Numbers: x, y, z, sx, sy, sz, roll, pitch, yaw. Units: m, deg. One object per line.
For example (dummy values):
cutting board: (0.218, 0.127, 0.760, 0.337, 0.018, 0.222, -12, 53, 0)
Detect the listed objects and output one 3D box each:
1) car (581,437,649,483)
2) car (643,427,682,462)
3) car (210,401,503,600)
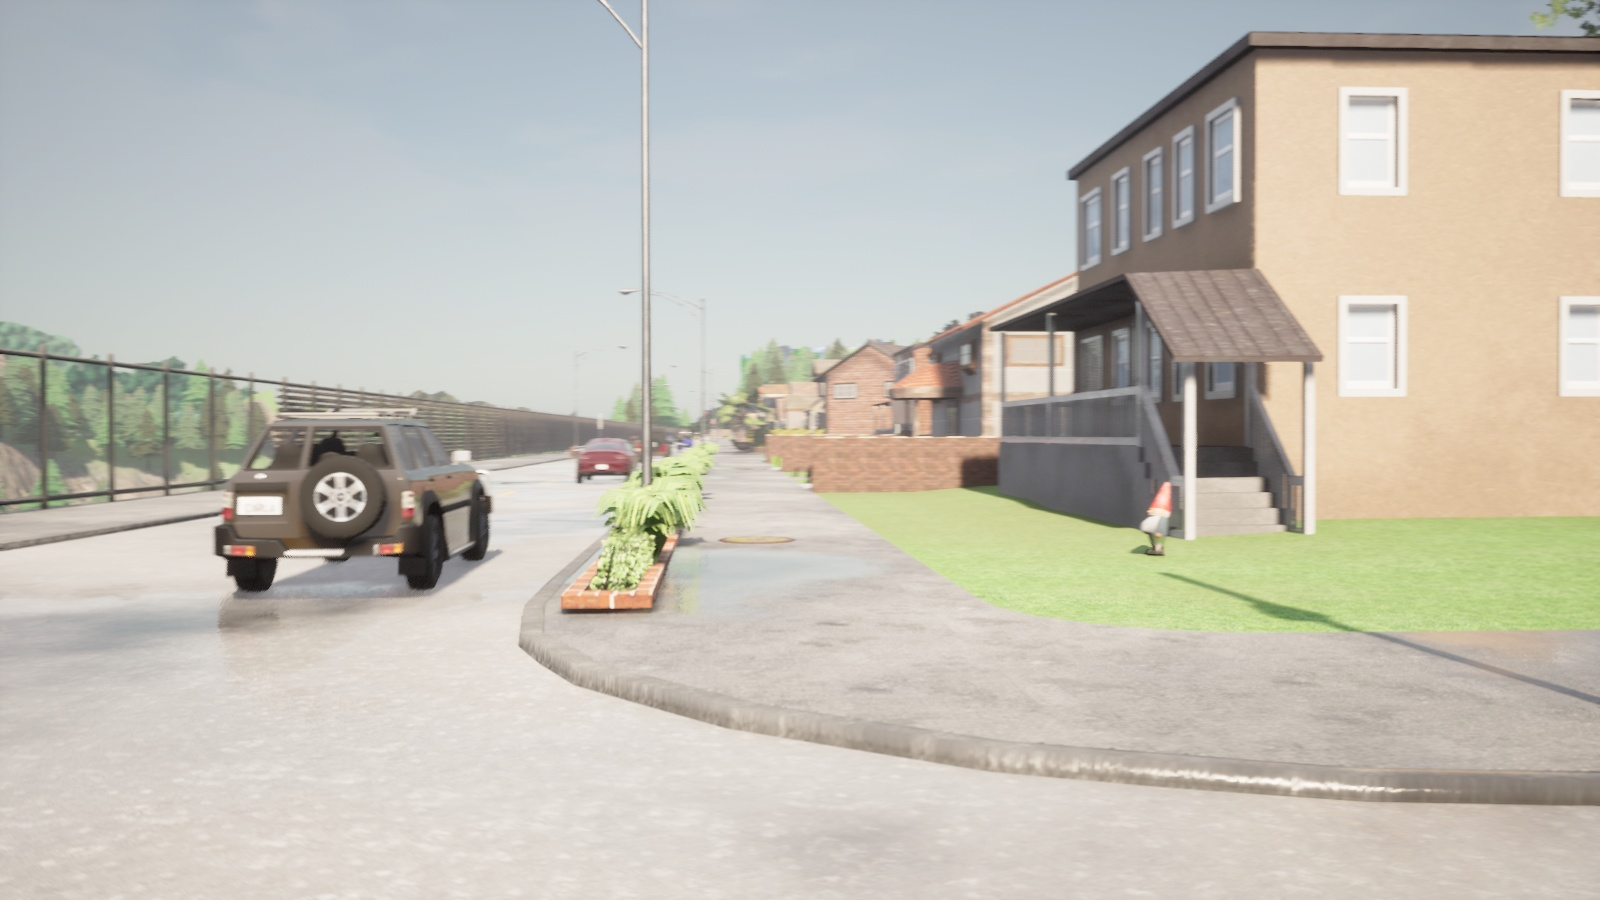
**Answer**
car: (-6.132, 0.286, 42.016, 1.812, 1.442, 4.674, 0, 1, -3)
car: (-7.602, -0.304, 69.648, 1.905, 1.878, 3.866, 0, 1, -3)
car: (-4.668, 0.442, 14.008, 1.932, 1.855, 4.605, 0, 1, -4)
